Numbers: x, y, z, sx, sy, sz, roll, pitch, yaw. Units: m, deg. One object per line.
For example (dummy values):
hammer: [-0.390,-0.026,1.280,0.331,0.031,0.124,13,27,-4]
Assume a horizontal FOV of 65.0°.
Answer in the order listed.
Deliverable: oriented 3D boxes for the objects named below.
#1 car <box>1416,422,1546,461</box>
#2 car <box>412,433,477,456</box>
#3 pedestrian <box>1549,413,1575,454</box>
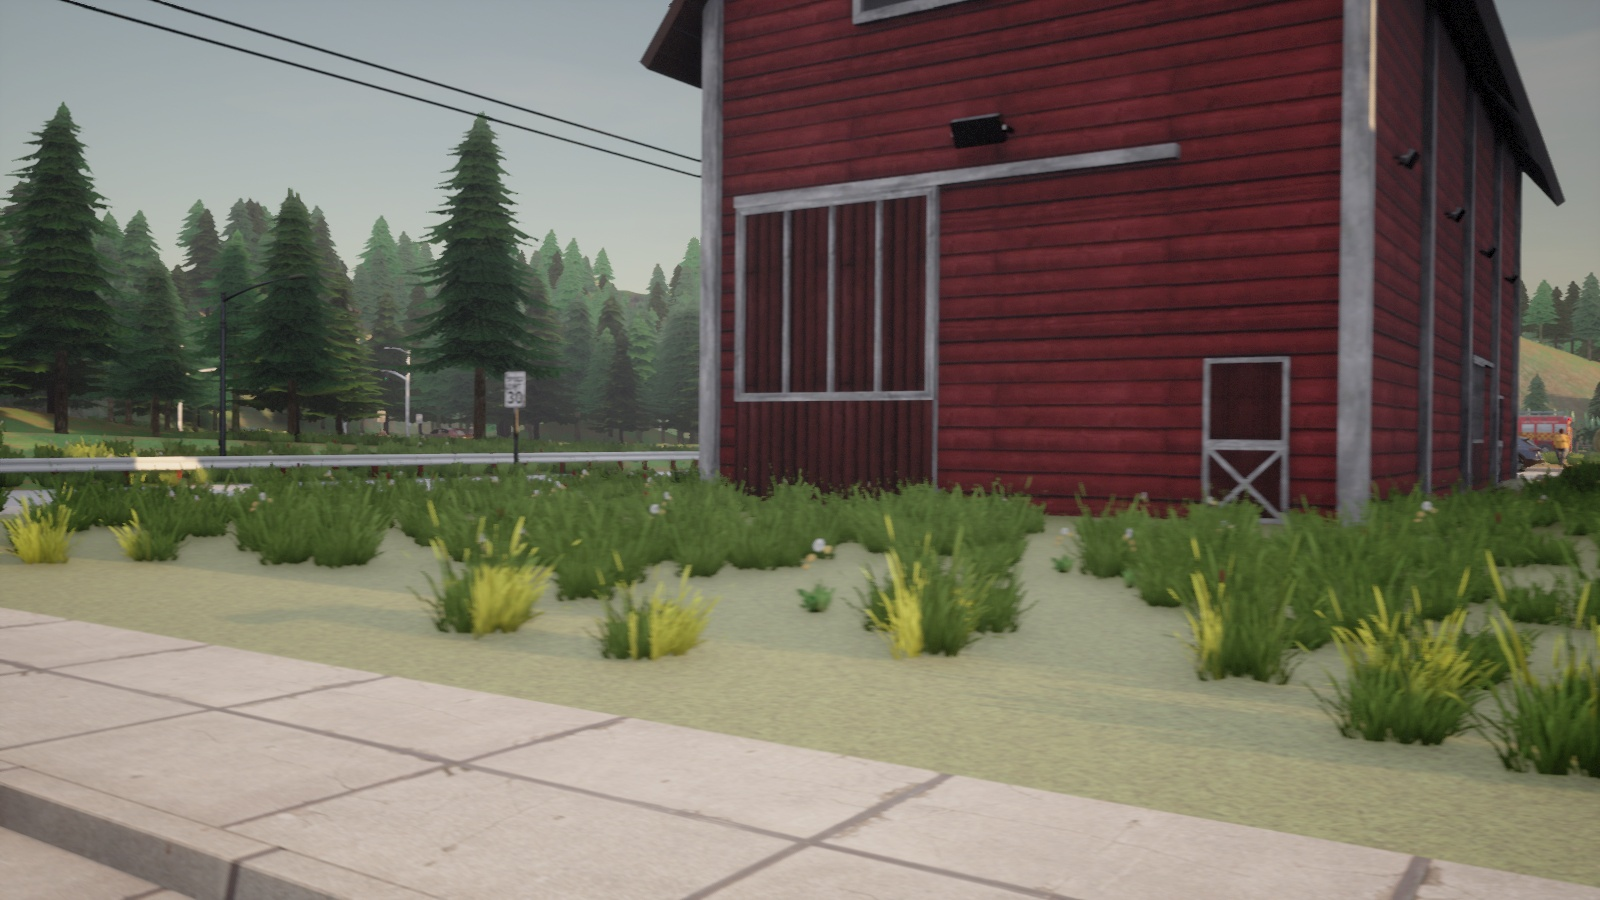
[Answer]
car: [29.848,-0.392,55.093,4.856,1.649,2.033,0,1,34]
car: [-26.270,-0.393,92.774,4.856,1.649,2.033,0,1,36]
pedestrian: [34.880,-0.734,57.489,0.874,1.855,0.900,0,1,43]
